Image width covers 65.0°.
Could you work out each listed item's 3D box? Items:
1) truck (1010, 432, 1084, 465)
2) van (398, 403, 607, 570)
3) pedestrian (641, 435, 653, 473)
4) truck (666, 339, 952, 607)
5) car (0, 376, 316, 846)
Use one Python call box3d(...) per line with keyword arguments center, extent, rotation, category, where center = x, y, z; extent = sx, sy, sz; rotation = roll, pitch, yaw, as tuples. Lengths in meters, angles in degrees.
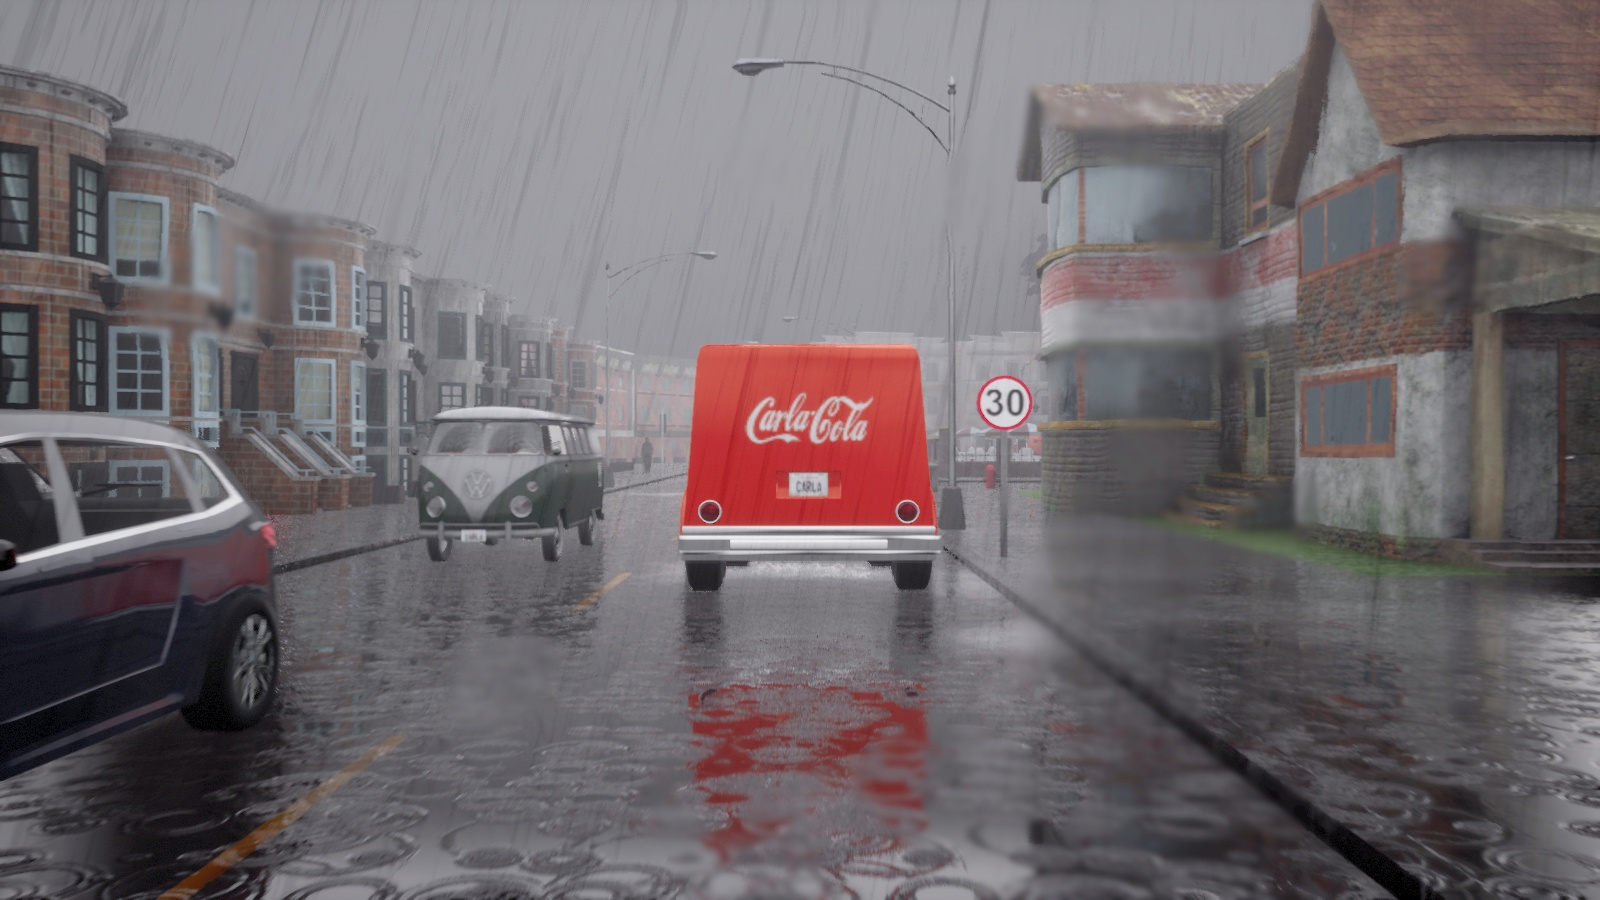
box3d(center=(19.037, -0.110, 96.994), extent=(5.204, 2.467, 2.627), rotation=(0, 0, 0), category="truck")
box3d(center=(-3.886, 0.428, 17.188), extent=(1.775, 1.987, 4.442), rotation=(0, 0, 0), category="van")
box3d(center=(-7.588, 0.195, 62.232), extent=(0.540, 1.848, 0.694), rotation=(0, 0, -5), category="pedestrian")
box3d(center=(0.097, 0.204, 14.169), extent=(2.627, 2.467, 5.204), rotation=(0, 0, 0), category="truck")
box3d(center=(-3.955, 0.568, 5.014), extent=(2.242, 1.667, 4.611), rotation=(0, 0, 0), category="car")
